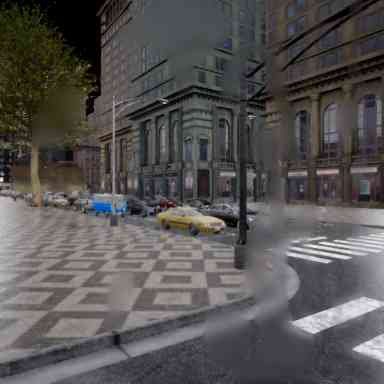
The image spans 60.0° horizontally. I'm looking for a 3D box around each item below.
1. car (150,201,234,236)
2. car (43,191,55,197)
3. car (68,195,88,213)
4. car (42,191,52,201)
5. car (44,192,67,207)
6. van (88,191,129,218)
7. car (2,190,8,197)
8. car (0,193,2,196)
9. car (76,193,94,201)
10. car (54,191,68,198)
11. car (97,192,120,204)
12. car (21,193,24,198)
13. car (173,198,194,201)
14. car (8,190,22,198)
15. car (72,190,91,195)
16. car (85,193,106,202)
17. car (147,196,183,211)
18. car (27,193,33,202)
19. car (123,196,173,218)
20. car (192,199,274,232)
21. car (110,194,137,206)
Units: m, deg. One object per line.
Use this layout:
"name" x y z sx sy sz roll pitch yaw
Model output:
"car" -0.155 1.398 17.813 1.752 1.417 4.829 1 0 -35
"car" -35.429 0.471 82.526 1.802 1.307 4.206 1 0 -35
"car" -9.978 1.230 31.722 2.008 1.369 4.403 1 0 -35
"car" -19.702 0.992 45.490 2.008 1.369 4.403 1 0 -35
"car" -16.363 1.051 40.763 1.752 1.417 4.829 1 0 -35
"van" -6.735 1.091 27.133 1.690 1.788 3.998 1 0 -35
"car" -42.388 0.330 77.605 1.967 1.590 4.097 1 0 -35
"car" -45.630 0.254 82.194 1.967 1.590 4.097 1 0 -35
"car" -19.225 0.861 59.589 1.802 1.307 4.206 1 0 -35
"car" -28.947 0.587 73.351 1.887 1.381 4.507 1 0 -35
"car" -12.741 0.881 50.414 1.967 1.590 4.097 1 0 -35
"car" -26.184 0.830 54.665 2.008 1.369 4.403 1 0 -35
"car" 0.221 1.315 32.060 1.947 1.339 4.313 1 0 -35
"car" -35.905 0.483 68.429 1.967 1.590 4.097 1 0 -35
"car" -13.347 0.769 41.146 2.150 2.045 5.566 0 1 -35
"car" -15.984 0.910 55.001 2.008 1.369 4.403 1 0 -35
"car" -3.018 1.224 36.647 1.887 1.381 4.507 1 0 -35
"car" -22.943 0.911 50.078 2.008 1.369 4.403 1 0 -35
"car" -3.715 1.331 27.455 1.994 1.385 4.181 0 1 -35
"car" 2.387 1.370 18.808 2.128 1.511 4.902 0 1 -35
"car" -9.502 1.074 45.826 2.008 1.369 4.403 1 0 -35
